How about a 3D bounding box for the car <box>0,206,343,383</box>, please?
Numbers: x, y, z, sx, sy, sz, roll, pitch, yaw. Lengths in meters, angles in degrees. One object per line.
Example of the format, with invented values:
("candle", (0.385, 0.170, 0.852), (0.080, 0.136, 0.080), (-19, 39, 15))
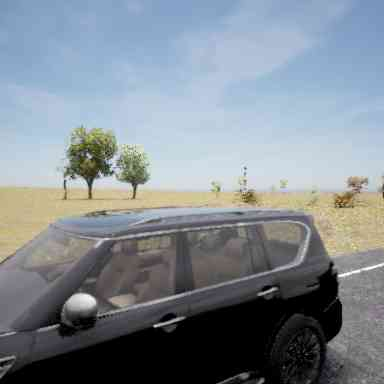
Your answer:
("car", (-0.685, 1.219, 3.504), (5.566, 2.045, 2.150), (0, 0, -36))
